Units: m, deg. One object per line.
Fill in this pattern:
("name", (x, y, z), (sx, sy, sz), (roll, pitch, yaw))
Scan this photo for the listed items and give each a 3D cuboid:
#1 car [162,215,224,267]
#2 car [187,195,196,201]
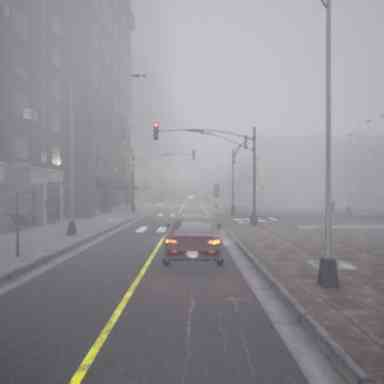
("car", (0.054, 1.500, 11.233), (1.812, 1.442, 4.674), (0, 0, 1))
("car", (-0.012, 1.390, 79.210), (1.812, 1.442, 4.674), (0, 0, 0))
